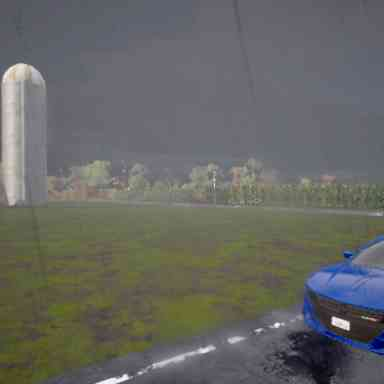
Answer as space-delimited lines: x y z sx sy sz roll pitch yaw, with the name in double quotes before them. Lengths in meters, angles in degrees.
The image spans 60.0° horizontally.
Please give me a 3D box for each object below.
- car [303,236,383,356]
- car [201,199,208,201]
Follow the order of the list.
"car" 4.049 1.520 5.947 5.008 1.535 1.882 0 0 -35
"car" 2.406 1.648 64.971 1.994 1.385 4.181 -1 0 -36
